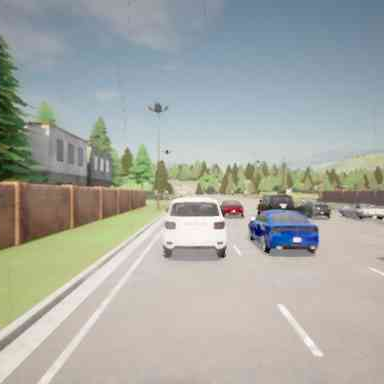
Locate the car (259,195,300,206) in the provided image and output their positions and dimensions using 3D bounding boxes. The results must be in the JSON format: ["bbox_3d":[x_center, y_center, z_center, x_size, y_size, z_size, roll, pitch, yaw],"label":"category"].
[{"bbox_3d":[7.093,1.232,28.435,2.150,2.045,5.566,0,0,0],"label":"car"}]

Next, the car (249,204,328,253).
[{"bbox_3d":[3.593,1.482,13.808,1.882,1.535,5.008,0,0,0],"label":"car"}]

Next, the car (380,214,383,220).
[{"bbox_3d":[7.085,1.528,8.470,1.812,1.442,4.674,0,0,0],"label":"car"}]

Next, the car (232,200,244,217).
[{"bbox_3d":[3.595,1.488,31.022,1.882,1.535,5.008,0,0,0],"label":"car"}]

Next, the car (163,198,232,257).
[{"bbox_3d":[0.094,1.227,13.161,2.150,2.045,5.566,0,0,0],"label":"car"}]

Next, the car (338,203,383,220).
[{"bbox_3d":[14.092,1.610,27.828,1.895,1.301,4.718,0,0,0],"label":"car"}]

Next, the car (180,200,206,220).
[{"bbox_3d":[0.093,1.502,29.411,2.128,1.511,4.902,0,0,0],"label":"car"}]

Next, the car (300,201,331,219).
[{"bbox_3d":[10.593,1.501,29.426,2.128,1.511,4.902,0,0,0],"label":"car"}]
